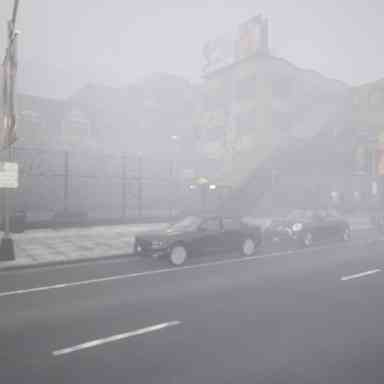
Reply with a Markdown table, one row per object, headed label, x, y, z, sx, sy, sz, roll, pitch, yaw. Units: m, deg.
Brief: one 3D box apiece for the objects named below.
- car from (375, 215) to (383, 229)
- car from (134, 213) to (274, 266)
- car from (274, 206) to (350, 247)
| label | x | y | z | sx | sy | sz | roll | pitch | yaw |
| --- | --- | --- | --- | --- | --- | --- | --- | --- | --- |
| car | 14.298 | 1.743 | 22.079 | 4.892 | 1.521 | 2.231 | 1 | 0 | -26 |
| car | 0.363 | 1.557 | 11.997 | 5.008 | 1.535 | 2.097 | 1 | 0 | -36 |
| car | 5.511 | 1.501 | 15.845 | 4.553 | 1.767 | 2.185 | 1 | 0 | -36 |
